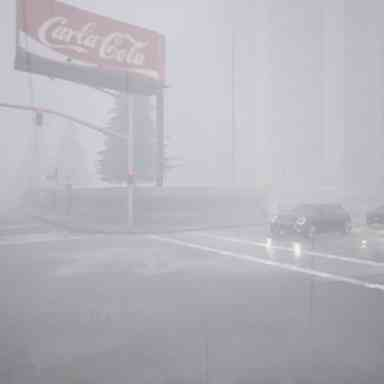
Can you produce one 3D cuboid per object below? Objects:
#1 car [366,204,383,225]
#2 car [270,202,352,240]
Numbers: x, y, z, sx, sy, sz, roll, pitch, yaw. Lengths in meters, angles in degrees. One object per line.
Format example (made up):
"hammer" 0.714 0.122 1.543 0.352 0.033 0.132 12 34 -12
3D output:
"car" 13.575 1.436 22.276 5.008 1.535 1.882 0 0 -35
"car" 6.118 1.326 17.004 4.553 1.767 2.097 0 0 -34
